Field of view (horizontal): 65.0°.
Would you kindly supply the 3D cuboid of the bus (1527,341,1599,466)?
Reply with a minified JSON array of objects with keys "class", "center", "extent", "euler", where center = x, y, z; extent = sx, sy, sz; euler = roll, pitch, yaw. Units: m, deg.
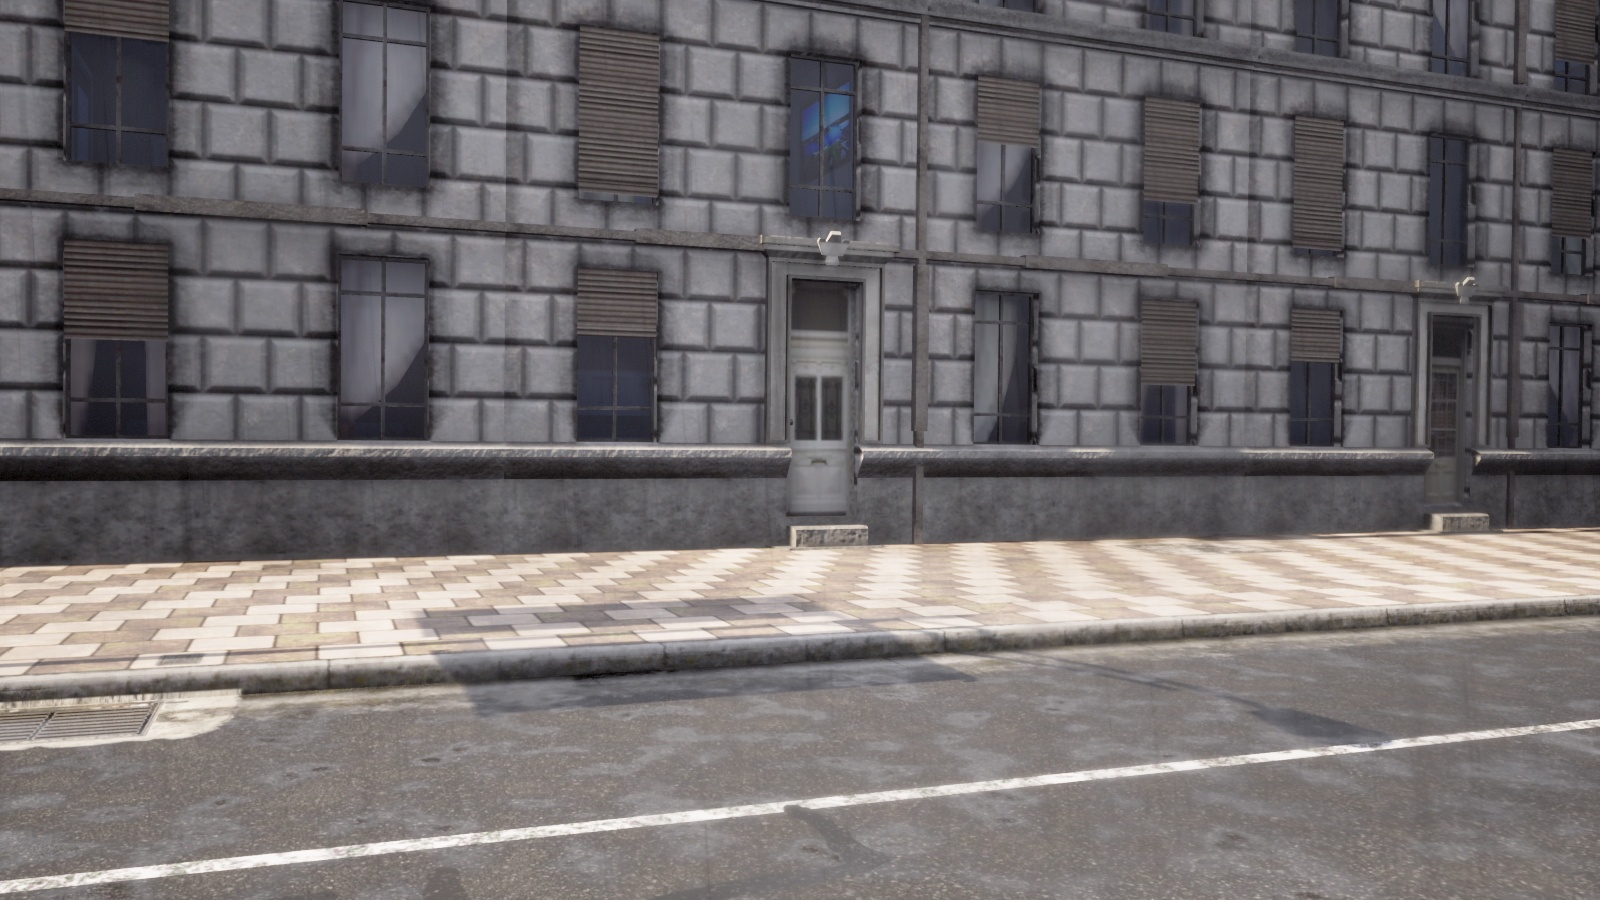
[{"class":"bus","center":[29.979,-1.575,41.309],"extent":[3.944,4.253,10.273],"euler":[-1,1,-21]}]
